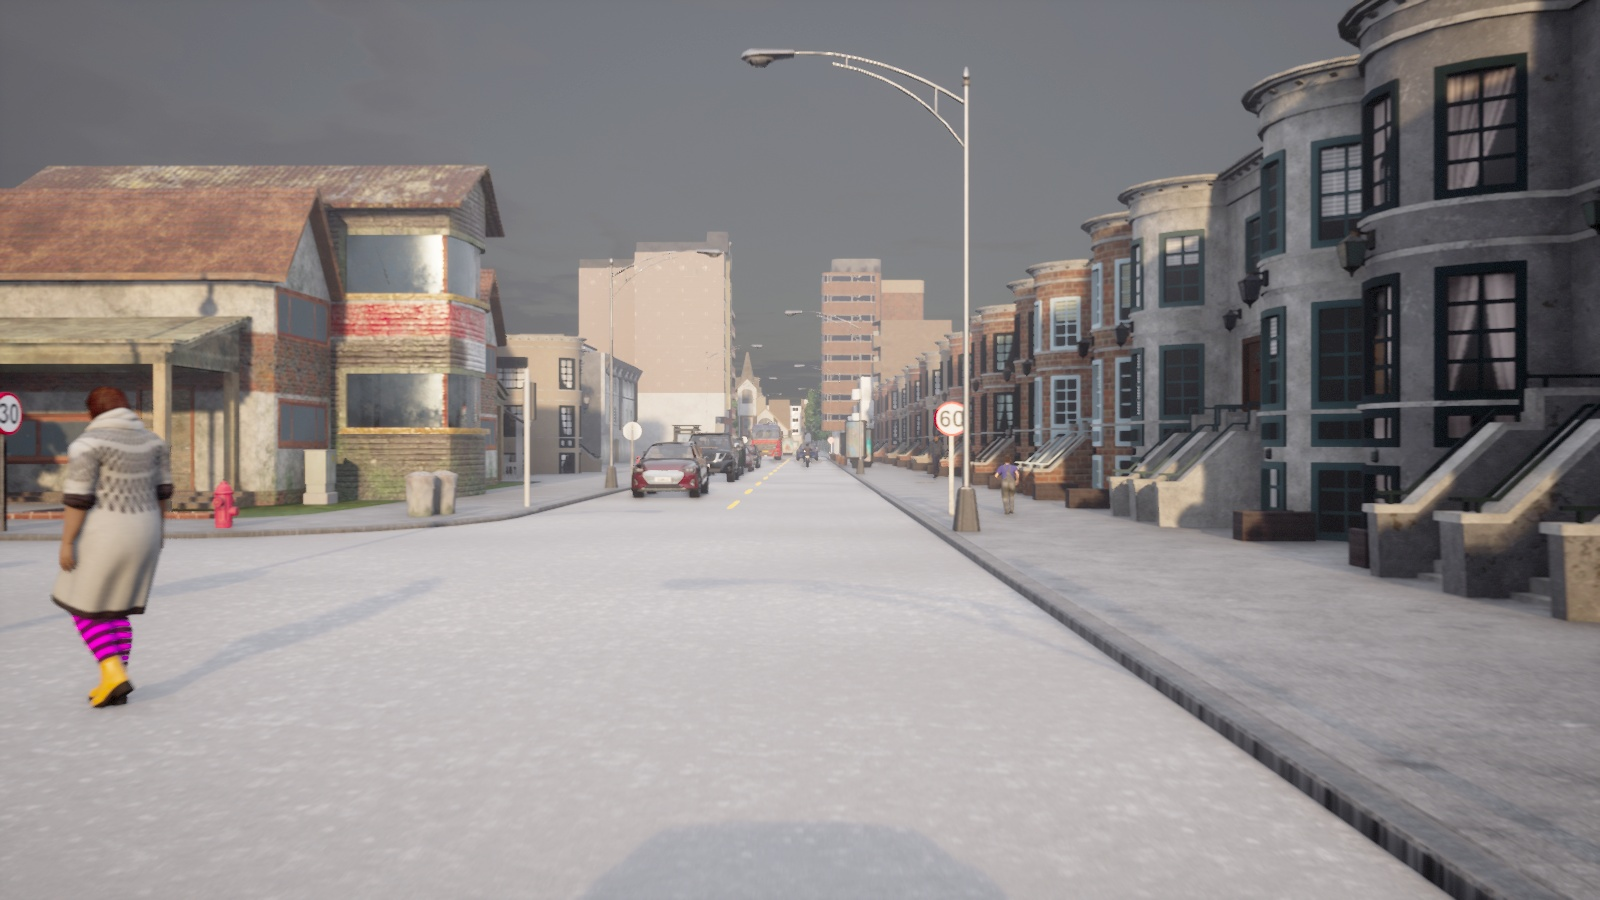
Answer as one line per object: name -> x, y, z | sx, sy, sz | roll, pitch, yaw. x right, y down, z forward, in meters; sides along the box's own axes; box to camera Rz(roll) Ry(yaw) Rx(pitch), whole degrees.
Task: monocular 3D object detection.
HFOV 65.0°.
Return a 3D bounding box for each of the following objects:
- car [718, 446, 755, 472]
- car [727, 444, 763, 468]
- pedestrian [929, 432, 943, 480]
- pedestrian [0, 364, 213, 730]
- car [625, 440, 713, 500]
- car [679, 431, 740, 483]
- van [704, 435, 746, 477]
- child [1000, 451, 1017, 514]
car -> -3.576, 0.494, 71.207 | 1.812, 1.442, 4.674 | 0, 0, 0
car -> -3.510, 0.386, 81.111 | 2.128, 1.511, 4.902 | 0, 0, 0
pedestrian -> 5.572, 0.261, 51.470 | 0.423, 1.949, 0.788 | 0, 0, -5
pedestrian -> -3.942, 0.513, 7.152 | 0.873, 1.952, 0.659 | 0, 0, 20
car -> -3.775, 0.530, 37.053 | 2.033, 1.649, 4.856 | 0, 0, 1
car -> -3.689, 0.261, 52.118 | 2.150, 2.045, 5.566 | 0, 0, 0
van -> -3.630, 0.259, 61.413 | 1.775, 1.987, 4.442 | 0, 0, 0
child -> 4.168, 0.643, 25.060 | 0.270, 1.263, 0.437 | 0, 0, 1
